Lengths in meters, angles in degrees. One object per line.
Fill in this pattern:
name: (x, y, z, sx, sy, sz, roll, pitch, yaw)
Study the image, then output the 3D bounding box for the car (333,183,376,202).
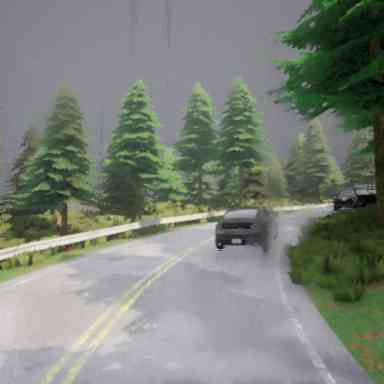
car: (13.404, 0.494, 27.014, 4.553, 1.767, 2.097, -3, -2, -39)

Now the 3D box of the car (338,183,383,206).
car: (17.880, 0.216, 34.626, 5.566, 2.045, 2.150, -3, -2, -36)

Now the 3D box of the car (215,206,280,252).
car: (2.252, 1.316, 13.052, 1.837, 1.490, 4.892, -3, 0, 20)
